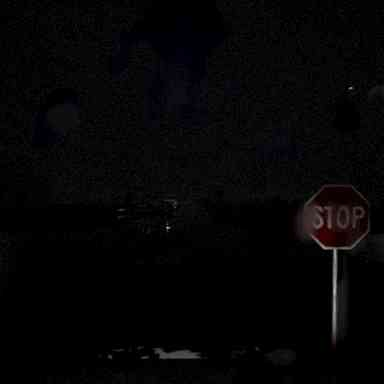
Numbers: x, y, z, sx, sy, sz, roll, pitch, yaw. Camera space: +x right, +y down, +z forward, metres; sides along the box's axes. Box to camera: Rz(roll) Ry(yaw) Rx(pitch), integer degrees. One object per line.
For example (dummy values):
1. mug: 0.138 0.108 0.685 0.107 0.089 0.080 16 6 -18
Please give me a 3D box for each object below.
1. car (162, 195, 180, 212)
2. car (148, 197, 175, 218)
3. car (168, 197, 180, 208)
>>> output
1. car: -2.910 1.350 41.581 2.150 2.045 5.566 0 -1 -1
2. car: -2.892 1.558 30.932 1.882 1.535 5.008 0 0 0
3. car: -2.909 1.728 54.649 1.837 1.490 4.892 0 1 0
